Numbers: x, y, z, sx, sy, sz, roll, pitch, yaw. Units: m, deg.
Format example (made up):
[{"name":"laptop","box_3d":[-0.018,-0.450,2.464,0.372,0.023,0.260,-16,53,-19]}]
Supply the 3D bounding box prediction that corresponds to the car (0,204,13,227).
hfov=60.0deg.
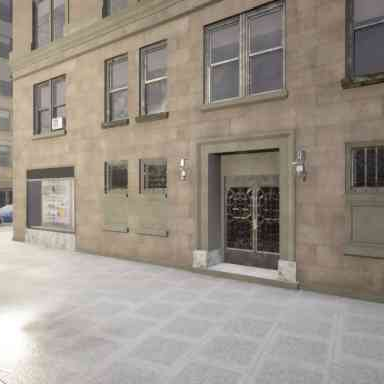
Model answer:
[{"name":"car","box_3d":[-11.889,1.512,23.033,2.033,1.411,5.357,0,0,39]}]
